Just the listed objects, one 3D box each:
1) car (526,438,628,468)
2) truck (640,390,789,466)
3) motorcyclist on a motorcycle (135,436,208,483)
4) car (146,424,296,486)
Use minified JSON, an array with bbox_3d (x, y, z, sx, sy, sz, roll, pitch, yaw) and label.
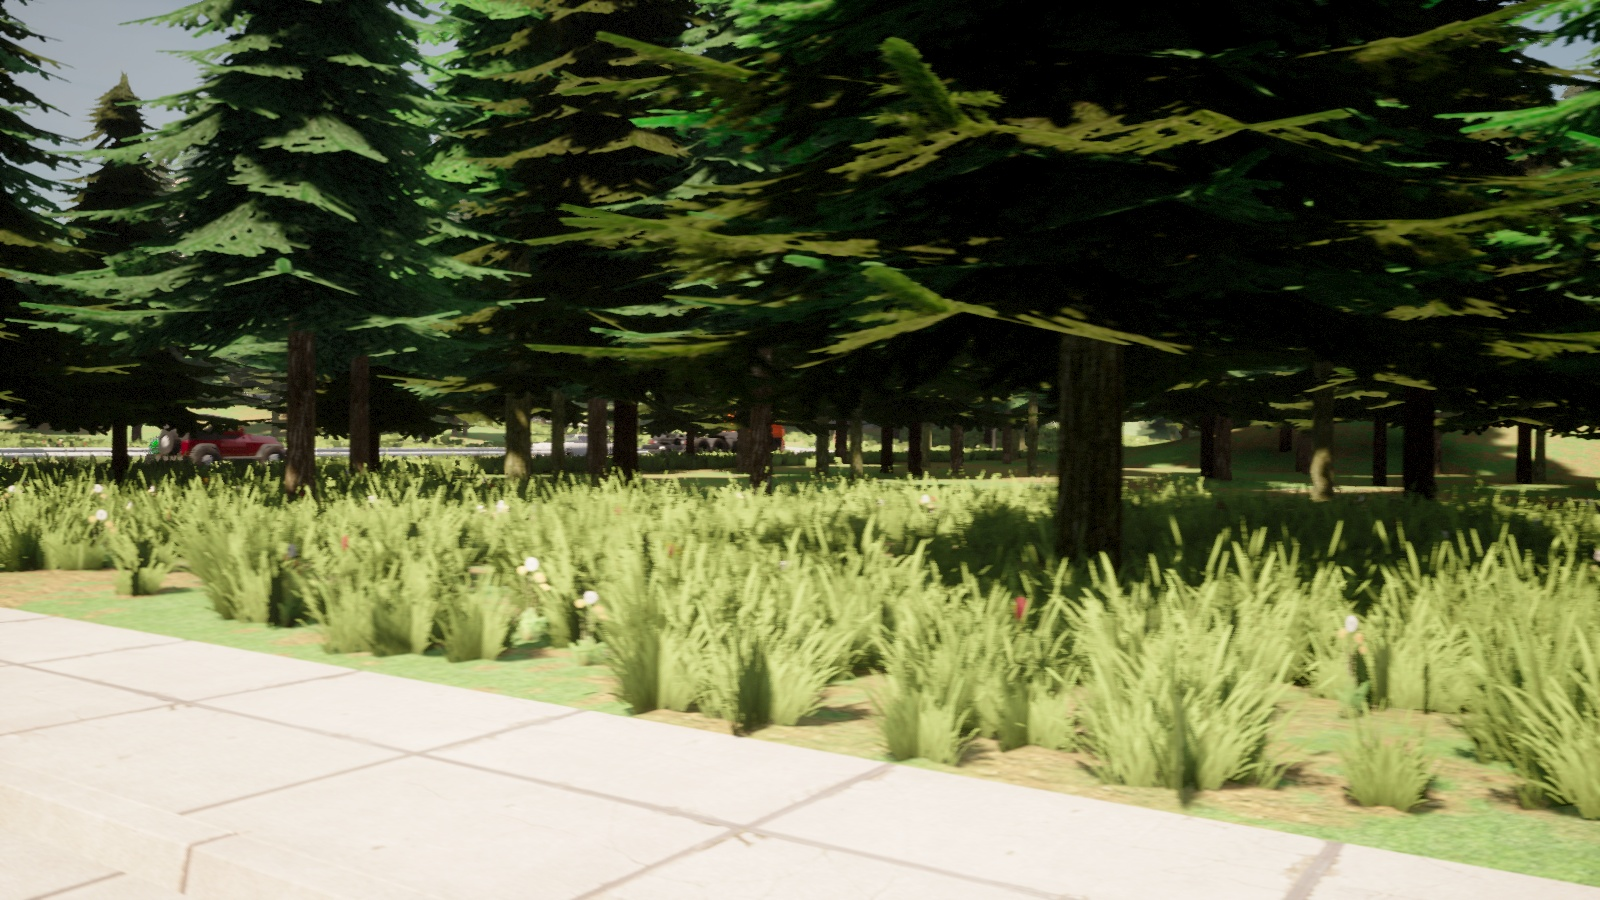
[{"bbox_3d":[-10.309,0.101,58.369,1.895,1.301,4.718,0,1,35],"label":"car"},{"bbox_3d":[-4.040,-1.078,61.284,2.891,3.462,7.936,0,1,35],"label":"truck"},{"bbox_3d":[-21.044,0.302,42.084,0.797,1.523,2.044,0,1,33],"label":"motorcyclist on a motorcycle"},{"bbox_3d":[-18.315,0.122,39.855,1.905,1.878,3.866,0,1,33],"label":"car"}]
